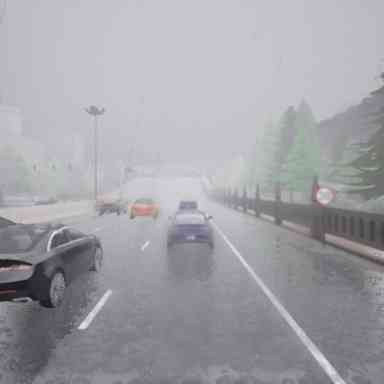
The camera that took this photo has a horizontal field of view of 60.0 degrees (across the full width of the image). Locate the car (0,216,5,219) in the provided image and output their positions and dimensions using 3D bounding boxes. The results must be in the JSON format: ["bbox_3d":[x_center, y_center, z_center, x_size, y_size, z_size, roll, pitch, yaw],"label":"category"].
[{"bbox_3d":[-7.038,1.463,11.001,1.882,1.535,5.008,0,0,-1],"label":"car"}]

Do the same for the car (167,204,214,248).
[{"bbox_3d":[-0.082,1.468,14.300,1.812,1.442,4.674,0,0,-1],"label":"car"}]

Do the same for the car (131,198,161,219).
[{"bbox_3d":[-3.766,1.256,27.766,2.097,1.767,4.553,0,0,-1],"label":"car"}]

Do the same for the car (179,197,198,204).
[{"bbox_3d":[-0.381,1.334,36.084,1.882,1.535,5.008,0,0,-1],"label":"car"}]

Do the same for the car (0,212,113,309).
[{"bbox_3d":[-3.506,1.475,7.793,2.128,1.511,4.902,0,0,-1],"label":"car"}]

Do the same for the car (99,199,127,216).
[{"bbox_3d":[-7.313,1.409,31.209,1.837,1.490,4.892,0,0,-1],"label":"car"}]
